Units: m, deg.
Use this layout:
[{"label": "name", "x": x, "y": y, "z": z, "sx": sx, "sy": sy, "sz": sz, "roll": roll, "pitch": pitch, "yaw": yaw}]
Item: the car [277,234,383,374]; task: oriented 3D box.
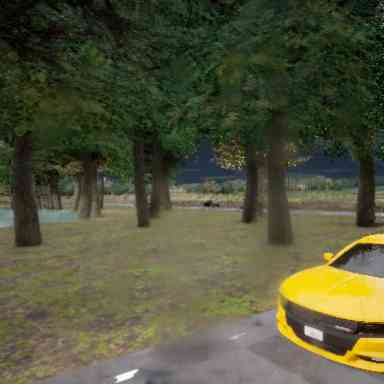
[{"label": "car", "x": 3.547, "y": 1.491, "z": 5.600, "sx": 5.008, "sy": 1.535, "sz": 1.882, "roll": 0, "pitch": 0, "yaw": -35}]

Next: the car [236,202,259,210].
[{"label": "car", "x": 10.489, "y": 2.558, "z": 63.181, "sx": 1.994, "sy": 1.385, "sz": 4.181, "roll": -1, "pitch": 0, "yaw": -35}]

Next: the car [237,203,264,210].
[{"label": "car", "x": 10.548, "y": 2.522, "z": 58.151, "sx": 1.994, "sy": 1.385, "sz": 4.181, "roll": -1, "pitch": -1, "yaw": -35}]

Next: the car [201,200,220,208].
[{"label": "car", "x": 4.017, "y": 2.466, "z": 72.281, "sx": 2.097, "sy": 1.767, "sz": 4.553, "roll": -1, "pitch": 0, "yaw": -35}]
